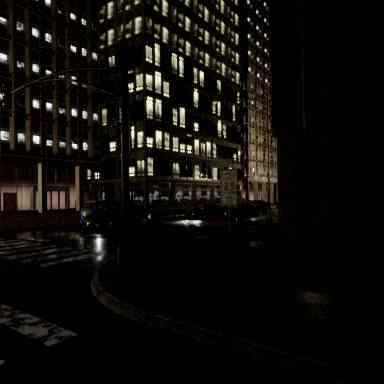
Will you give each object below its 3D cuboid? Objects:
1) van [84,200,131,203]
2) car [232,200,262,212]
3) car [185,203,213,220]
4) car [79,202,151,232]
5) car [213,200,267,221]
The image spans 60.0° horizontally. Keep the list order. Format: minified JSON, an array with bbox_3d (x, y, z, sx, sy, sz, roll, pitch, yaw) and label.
[{"bbox_3d":[-5.966,1.460,23.481,1.690,1.788,3.998,-2,-1,36],"label":"van"},{"bbox_3d":[6.891,1.689,41.374,1.752,1.417,4.829,-2,-1,36],"label":"car"},{"bbox_3d":[1.236,1.649,29.051,1.994,1.385,4.181,-1,-1,36],"label":"car"},{"bbox_3d":[-4.623,1.571,20.946,1.837,1.490,4.892,-1,-1,33],"label":"car"},{"bbox_3d":[4.053,1.501,27.500,1.882,1.535,5.008,-1,-1,36],"label":"car"}]
